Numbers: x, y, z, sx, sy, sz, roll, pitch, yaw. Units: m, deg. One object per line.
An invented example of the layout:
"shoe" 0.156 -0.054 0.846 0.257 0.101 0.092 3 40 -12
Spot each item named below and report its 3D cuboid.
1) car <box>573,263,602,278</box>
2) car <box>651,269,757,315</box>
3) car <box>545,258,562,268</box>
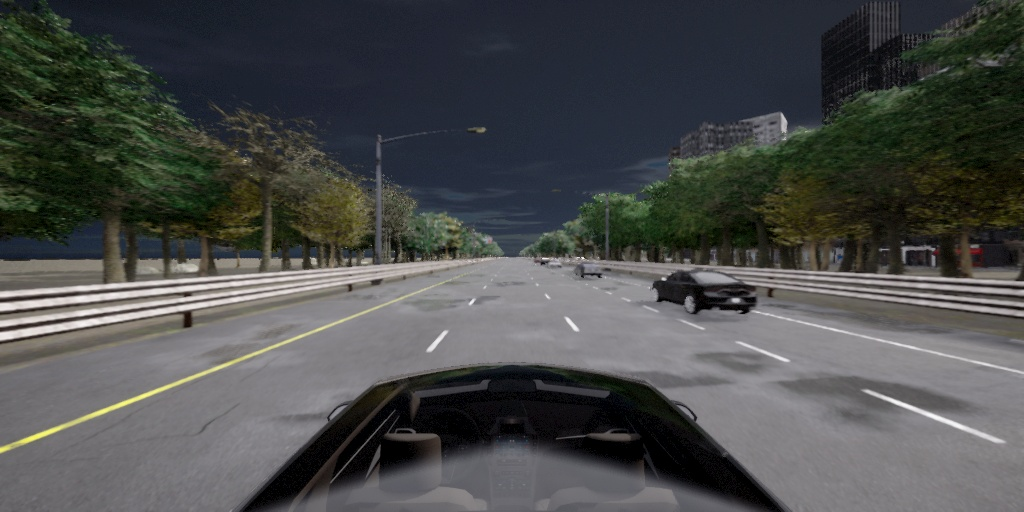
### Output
"car" 7.044 1.321 33.694 2.033 1.411 5.357 0 0 0
"car" 7.004 1.238 13.697 1.882 1.535 5.008 0 0 0
"car" 7.142 1.391 60.751 1.895 1.301 4.718 0 0 0
